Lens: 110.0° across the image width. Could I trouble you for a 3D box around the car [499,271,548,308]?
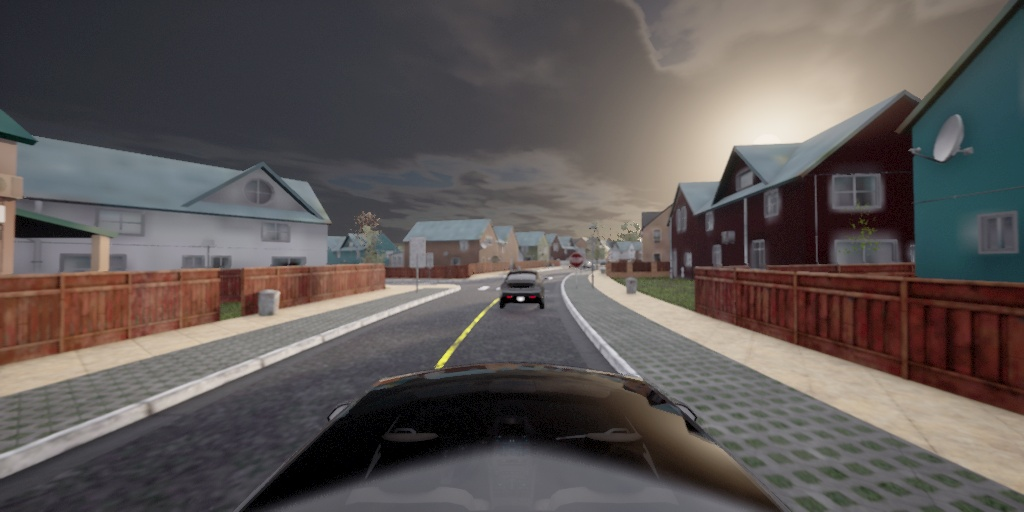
[{"bbox_3d":[0.541,1.380,15.969,1.837,1.490,4.892,0,0,5],"label":"car"}]
